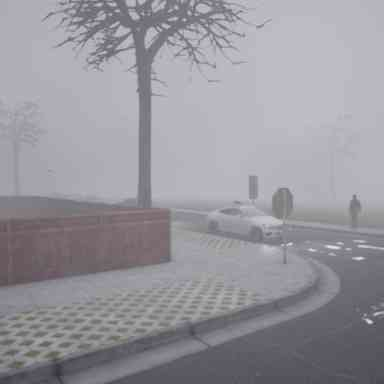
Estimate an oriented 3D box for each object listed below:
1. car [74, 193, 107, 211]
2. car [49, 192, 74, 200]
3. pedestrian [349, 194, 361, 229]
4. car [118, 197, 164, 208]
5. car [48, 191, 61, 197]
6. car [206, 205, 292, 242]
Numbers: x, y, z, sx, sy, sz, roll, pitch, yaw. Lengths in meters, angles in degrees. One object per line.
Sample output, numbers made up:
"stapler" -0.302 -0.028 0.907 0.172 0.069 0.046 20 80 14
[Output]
"car" -9.936 1.049 33.195 1.812 1.442 4.674 0 1 -36
"car" -15.931 0.963 41.554 1.895 1.301 4.718 0 1 -35
"pedestrian" 8.561 1.005 17.579 0.375 1.860 0.375 1 0 -36
"car" -3.891 1.163 24.813 1.882 1.535 5.008 0 1 -36
"car" -22.886 0.601 56.139 1.837 1.490 4.892 0 1 -36
"car" 2.539 1.380 15.898 1.812 1.442 4.674 0 1 -36
